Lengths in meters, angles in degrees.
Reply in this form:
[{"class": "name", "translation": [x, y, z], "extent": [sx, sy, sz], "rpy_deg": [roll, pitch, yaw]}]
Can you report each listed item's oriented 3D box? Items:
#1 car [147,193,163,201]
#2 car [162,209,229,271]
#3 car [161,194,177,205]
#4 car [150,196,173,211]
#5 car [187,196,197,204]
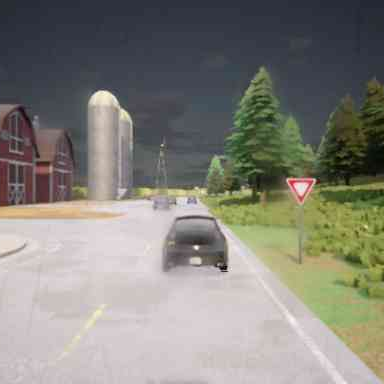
[{"class": "car", "translation": [-9.039, 1.475, 81.907], "extent": [4.181, 1.381, 1.994], "rpy_deg": [0, 0, -1]}, {"class": "car", "translation": [0.091, 1.494, 10.799], "extent": [1.837, 1.490, 4.892], "rpy_deg": [0, 0, 0]}, {"class": "car", "translation": [-3.536, 1.441, 55.827], "extent": [2.128, 1.511, 4.902], "rpy_deg": [0, 0, 1]}, {"class": "car", "translation": [-3.582, 1.489, 39.813], "extent": [1.812, 1.442, 4.674], "rpy_deg": [0, 0, 0]}, {"class": "car", "translation": [0.015, 1.491, 61.424], "extent": [2.033, 1.411, 5.357], "rpy_deg": [0, 0, 0]}]
